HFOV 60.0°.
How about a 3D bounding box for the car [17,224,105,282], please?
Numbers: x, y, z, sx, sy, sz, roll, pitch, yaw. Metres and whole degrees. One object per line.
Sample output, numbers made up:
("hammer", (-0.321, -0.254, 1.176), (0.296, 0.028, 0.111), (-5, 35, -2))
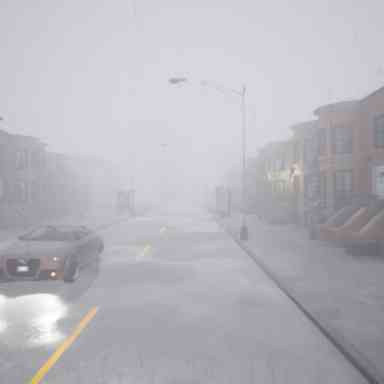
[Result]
("car", (-4.006, 1.659, 9.877), (1.994, 1.385, 4.181), (0, -1, 0))

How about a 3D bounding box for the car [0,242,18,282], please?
("car", (-4.098, 1.578, 3.111), (2.033, 1.411, 5.357), (0, -1, 0))
